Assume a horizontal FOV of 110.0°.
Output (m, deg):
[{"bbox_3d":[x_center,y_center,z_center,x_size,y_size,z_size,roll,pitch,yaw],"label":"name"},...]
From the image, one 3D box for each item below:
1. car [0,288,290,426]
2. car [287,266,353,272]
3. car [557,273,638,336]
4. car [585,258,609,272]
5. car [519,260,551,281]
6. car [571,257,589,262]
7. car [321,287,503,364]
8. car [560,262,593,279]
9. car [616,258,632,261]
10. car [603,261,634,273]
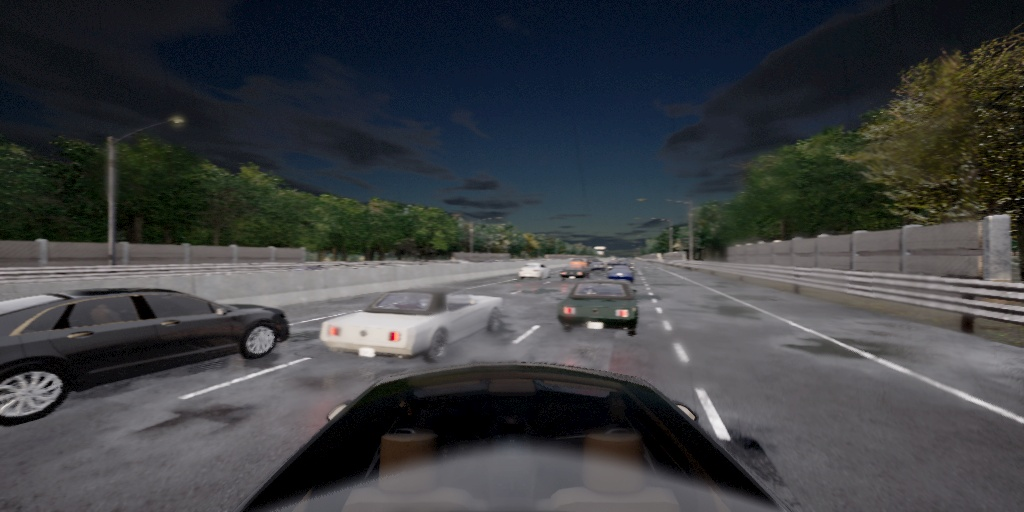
[{"bbox_3d":[-6.243,1.275,5.919,1.837,1.490,4.892,0,0,18],"label":"car"},{"bbox_3d":[-11.630,1.394,23.307,1.895,1.301,4.718,0,0,19],"label":"car"},{"bbox_3d":[2.671,1.350,10.553,1.895,1.301,4.718,0,0,18],"label":"car"},{"bbox_3d":[11.618,1.360,48.608,2.033,1.411,5.357,0,0,18],"label":"car"},{"bbox_3d":[1.975,1.298,30.671,1.812,1.442,4.674,0,0,18],"label":"car"},{"bbox_3d":[10.169,1.198,55.354,2.097,1.767,4.553,0,0,18],"label":"car"},{"bbox_3d":[-1.785,1.359,8.242,1.895,1.301,4.718,0,0,18],"label":"car"},{"bbox_3d":[5.300,1.364,29.581,1.895,1.301,4.718,0,0,18],"label":"car"},{"bbox_3d":[18.089,1.395,56.994,2.033,1.411,5.357,0,0,18],"label":"car"},{"bbox_3d":[8.615,1.318,28.458,1.994,1.385,4.181,0,0,18],"label":"car"}]
